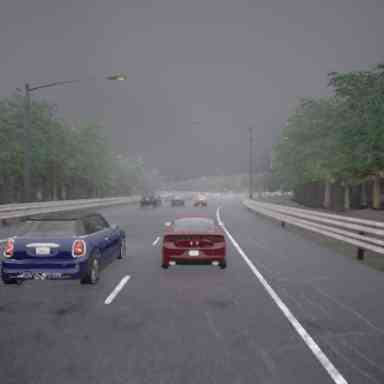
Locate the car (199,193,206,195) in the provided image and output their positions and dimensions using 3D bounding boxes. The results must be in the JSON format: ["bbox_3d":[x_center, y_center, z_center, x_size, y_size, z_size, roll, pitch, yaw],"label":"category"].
[{"bbox_3d":[1.921,1.381,62.685,1.882,1.535,5.008,0,0,3],"label":"car"}]

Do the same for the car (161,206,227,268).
[{"bbox_3d":[0.084,1.475,11.347,1.882,1.535,5.008,0,0,1],"label":"car"}]

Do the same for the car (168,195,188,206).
[{"bbox_3d":[-2.045,1.402,51.100,1.882,1.535,5.008,0,0,3],"label":"car"}]

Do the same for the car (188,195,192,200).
[{"bbox_3d":[-0.684,1.355,81.169,2.128,1.511,4.902,0,0,2],"label":"car"}]

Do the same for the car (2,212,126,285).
[{"bbox_3d":[-3.337,1.347,9.621,2.097,1.767,4.553,0,0,1],"label":"car"}]

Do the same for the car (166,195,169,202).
[{"bbox_3d":[-4.557,1.362,73.049,2.128,1.511,4.902,0,0,3],"label":"car"}]

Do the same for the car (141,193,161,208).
[{"bbox_3d":[-5.793,1.157,47.042,2.150,2.045,5.566,0,0,3],"label":"car"}]

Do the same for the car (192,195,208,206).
[{"bbox_3d":[1.360,1.528,51.168,1.895,1.301,4.718,0,0,3],"label":"car"}]
